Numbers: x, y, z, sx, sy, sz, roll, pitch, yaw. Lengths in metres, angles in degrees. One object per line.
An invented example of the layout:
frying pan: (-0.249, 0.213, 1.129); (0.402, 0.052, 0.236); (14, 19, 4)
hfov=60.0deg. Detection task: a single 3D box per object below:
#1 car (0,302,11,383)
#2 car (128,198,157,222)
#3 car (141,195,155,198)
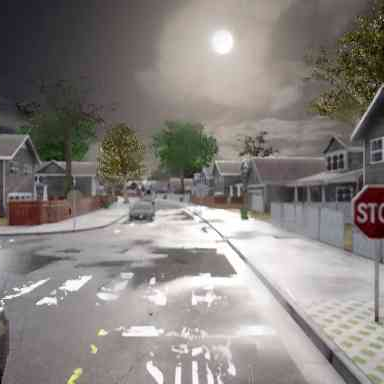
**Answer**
car: (-2.787, 1.490, 1.471); (2.128, 1.511, 4.902); (0, 0, 0)
car: (-3.812, 1.487, 25.874); (1.837, 1.490, 4.892); (0, 0, -5)
car: (-6.864, 1.219, 51.815); (2.097, 1.767, 4.553); (0, 0, -10)
